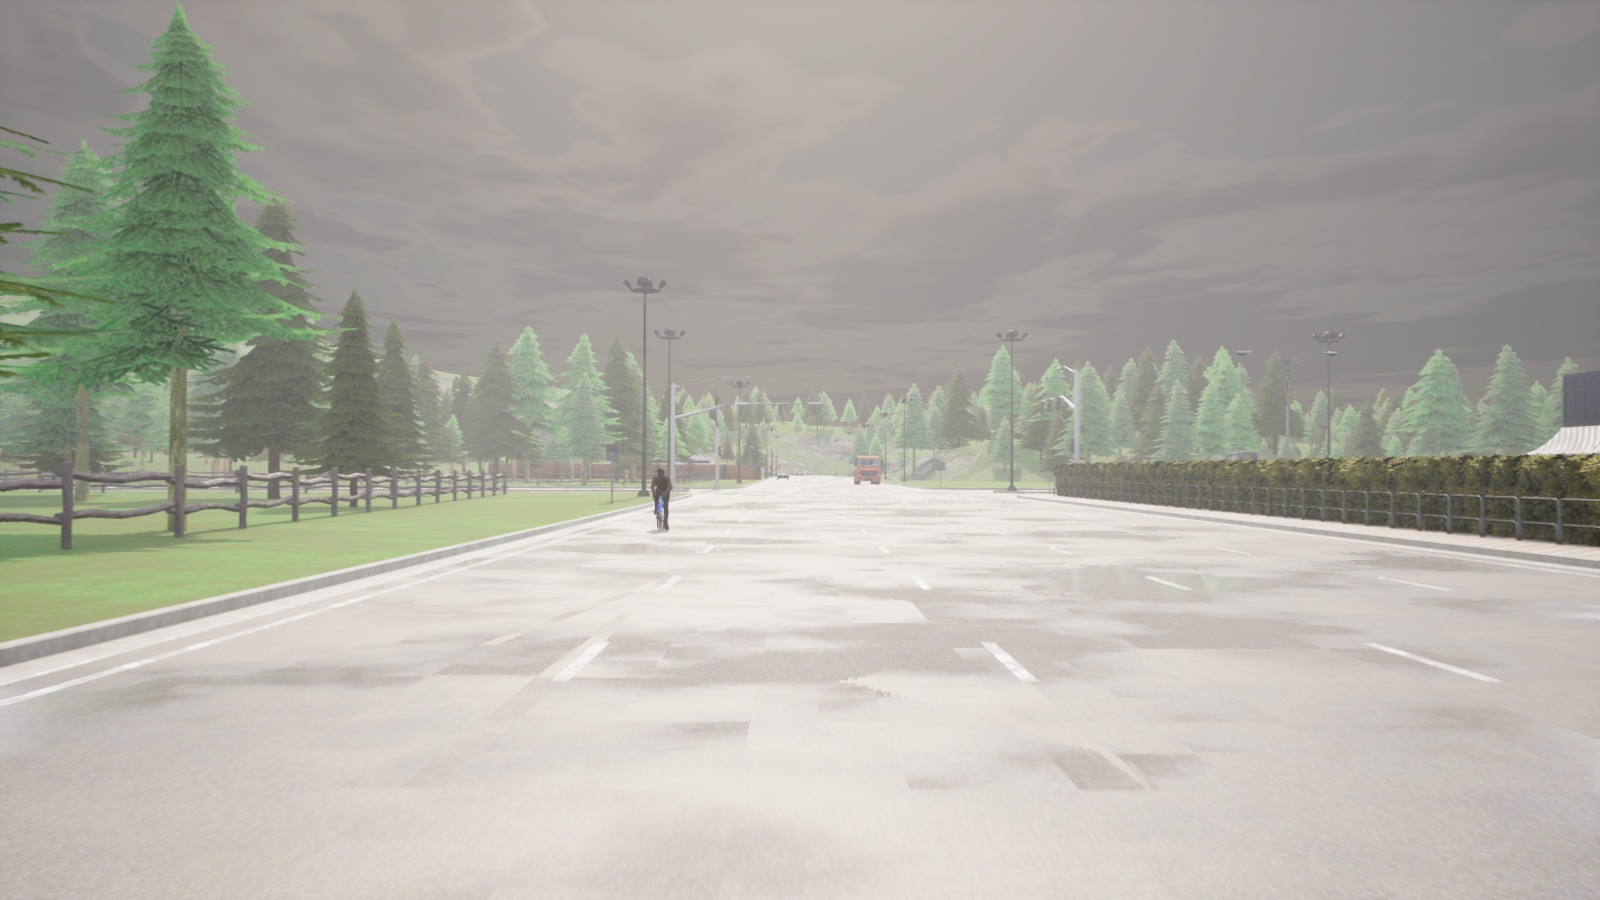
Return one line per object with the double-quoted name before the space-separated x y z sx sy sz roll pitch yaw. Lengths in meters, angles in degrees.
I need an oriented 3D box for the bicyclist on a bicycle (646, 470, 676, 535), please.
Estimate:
"bicyclist on a bicycle" -3.576 1.324 32.391 0.582 1.620 1.656 0 -1 0
